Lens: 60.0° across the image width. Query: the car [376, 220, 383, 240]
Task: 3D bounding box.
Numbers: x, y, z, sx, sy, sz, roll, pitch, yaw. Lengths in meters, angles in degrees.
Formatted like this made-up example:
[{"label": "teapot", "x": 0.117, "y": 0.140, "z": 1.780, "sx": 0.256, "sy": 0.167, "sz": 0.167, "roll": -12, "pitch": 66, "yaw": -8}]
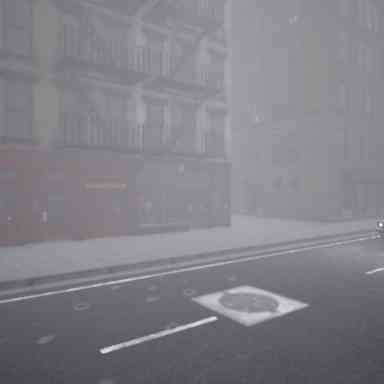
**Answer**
[{"label": "car", "x": 10.328, "y": 1.472, "z": 15.038, "sx": 4.718, "sy": 1.301, "sz": 1.895, "roll": -1, "pitch": 0, "yaw": -35}]
